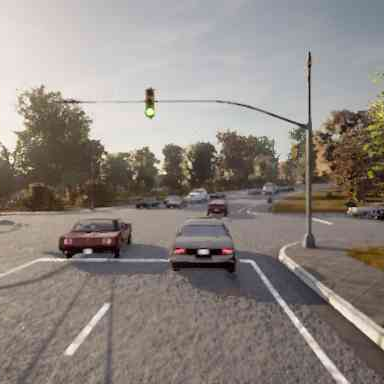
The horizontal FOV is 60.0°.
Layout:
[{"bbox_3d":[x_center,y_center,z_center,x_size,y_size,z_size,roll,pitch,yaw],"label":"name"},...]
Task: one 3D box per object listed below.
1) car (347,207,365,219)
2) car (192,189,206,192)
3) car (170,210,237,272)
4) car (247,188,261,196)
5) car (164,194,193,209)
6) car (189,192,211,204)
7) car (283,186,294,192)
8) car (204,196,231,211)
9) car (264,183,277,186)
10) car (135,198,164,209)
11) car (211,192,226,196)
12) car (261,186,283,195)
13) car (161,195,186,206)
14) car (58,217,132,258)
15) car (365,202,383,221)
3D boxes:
[{"bbox_3d":[15.661,1.536,27.966,4.718,1.301,1.895,-1,0,3],"label":"car"},{"bbox_3d":[1.071,0.468,62.805,2.150,2.045,5.566,0,3,23],"label":"car"},{"bbox_3d":[0.369,1.541,10.796,2.033,1.411,5.357,0,0,2],"label":"car"},{"bbox_3d":[13.440,-0.030,71.400,2.128,1.511,4.902,0,4,32],"label":"car"},{"bbox_3d":[-1.902,1.441,44.553,2.033,1.411,5.357,0,1,15],"label":"car"},{"bbox_3d":[1.053,1.161,53.508,1.812,1.442,4.674,0,2,21],"label":"car"},{"bbox_3d":[22.660,-0.741,78.970,1.895,1.301,4.718,0,4,37],"label":"car"},{"bbox_3d":[2.690,1.459,32.640,1.882,1.535,5.008,0,0,11],"label":"car"},{"bbox_3d":[19.035,-1.085,79.937,2.150,2.045,5.566,0,4,37],"label":"car"},{"bbox_3d":[-5.725,1.522,43.746,1.895,1.301,4.718,0,1,15],"label":"car"},{"bbox_3d":[4.894,0.763,62.782,1.895,1.301,4.718,0,3,25],"label":"car"},{"bbox_3d":[16.990,-0.023,70.514,1.895,1.301,4.718,0,4,32],"label":"car"},{"bbox_3d":[-2.874,1.245,52.950,2.033,1.411,5.357,0,2,19],"label":"car"},{"bbox_3d":[-3.440,1.592,12.749,1.895,1.301,4.718,0,0,-4],"label":"car"},{"bbox_3d":[15.770,1.534,24.456,4.718,1.301,1.895,-1,0,3],"label":"car"}]
